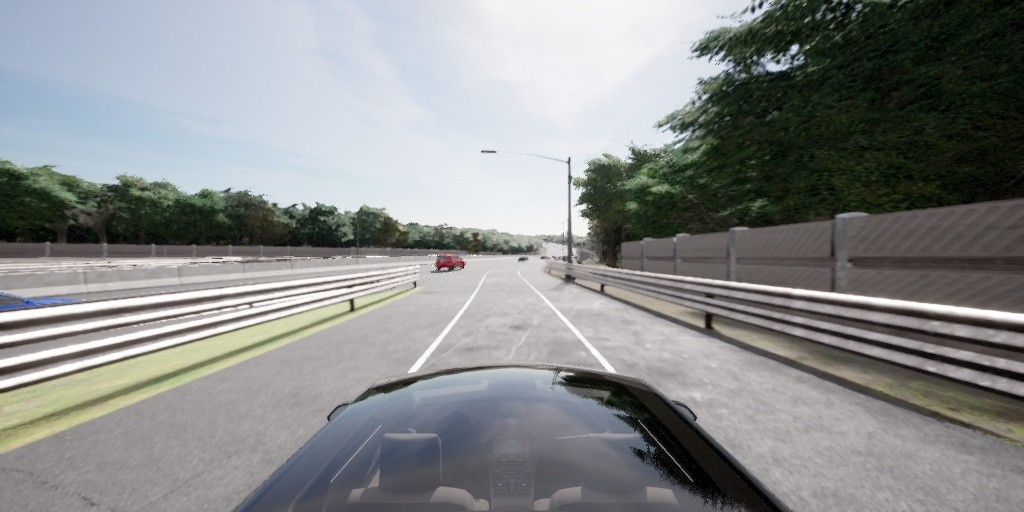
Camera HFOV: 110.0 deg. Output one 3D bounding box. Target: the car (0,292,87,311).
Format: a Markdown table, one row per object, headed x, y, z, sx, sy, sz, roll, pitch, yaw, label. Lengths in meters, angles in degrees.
| x | y | z | sx | sy | sz | roll | pitch | yaw | label |
| --- | --- | --- | --- | --- | --- | --- | --- | --- | --- |
| -16.415 | 1.796 | 10.925 | 1.882 | 1.535 | 5.008 | 0 | 1 | 14 | car |

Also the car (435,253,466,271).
| x | y | z | sx | sy | sz | roll | pitch | yaw | label |
| --- | --- | --- | --- | --- | --- | --- | --- | --- | --- |
| -7.743 | 0.809 | 45.580 | 2.150 | 2.045 | 5.566 | 0 | 1 | 14 | car |
